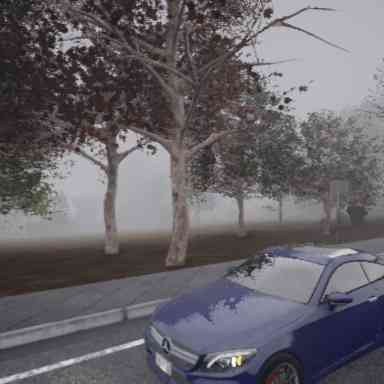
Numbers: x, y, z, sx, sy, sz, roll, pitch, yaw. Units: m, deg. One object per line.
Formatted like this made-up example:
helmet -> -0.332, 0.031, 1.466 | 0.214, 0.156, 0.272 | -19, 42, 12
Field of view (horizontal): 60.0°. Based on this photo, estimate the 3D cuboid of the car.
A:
car -> 1.601, 1.543, 4.823 | 4.674, 1.442, 1.812 | 0, 0, -35
